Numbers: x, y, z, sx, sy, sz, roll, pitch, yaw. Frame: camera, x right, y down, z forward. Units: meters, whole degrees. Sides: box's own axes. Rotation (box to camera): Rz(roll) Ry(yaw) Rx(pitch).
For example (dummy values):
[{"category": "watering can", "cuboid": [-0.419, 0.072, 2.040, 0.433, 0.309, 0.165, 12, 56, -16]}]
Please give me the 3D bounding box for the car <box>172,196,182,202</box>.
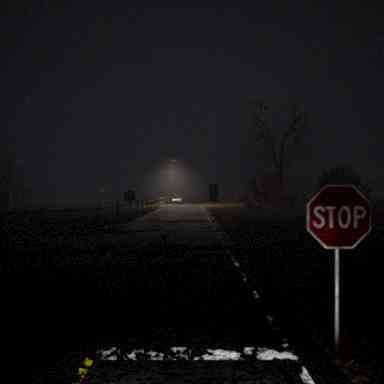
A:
[{"category": "car", "cuboid": [-2.675, 1.370, 59.319, 1.812, 1.442, 4.674, 0, 0, 0]}]
